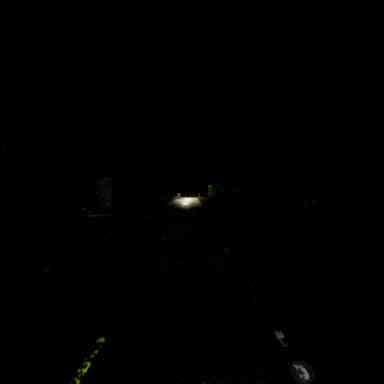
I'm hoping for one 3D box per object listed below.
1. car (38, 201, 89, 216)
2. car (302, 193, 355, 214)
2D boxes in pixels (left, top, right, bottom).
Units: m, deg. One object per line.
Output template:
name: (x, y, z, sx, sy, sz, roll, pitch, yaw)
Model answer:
car: (-12.277, 1.567, 31.912, 4.674, 1.442, 1.812, 1, 1, -3)
car: (14.138, 1.171, 33.932, 5.566, 2.045, 2.150, 0, 1, -6)
